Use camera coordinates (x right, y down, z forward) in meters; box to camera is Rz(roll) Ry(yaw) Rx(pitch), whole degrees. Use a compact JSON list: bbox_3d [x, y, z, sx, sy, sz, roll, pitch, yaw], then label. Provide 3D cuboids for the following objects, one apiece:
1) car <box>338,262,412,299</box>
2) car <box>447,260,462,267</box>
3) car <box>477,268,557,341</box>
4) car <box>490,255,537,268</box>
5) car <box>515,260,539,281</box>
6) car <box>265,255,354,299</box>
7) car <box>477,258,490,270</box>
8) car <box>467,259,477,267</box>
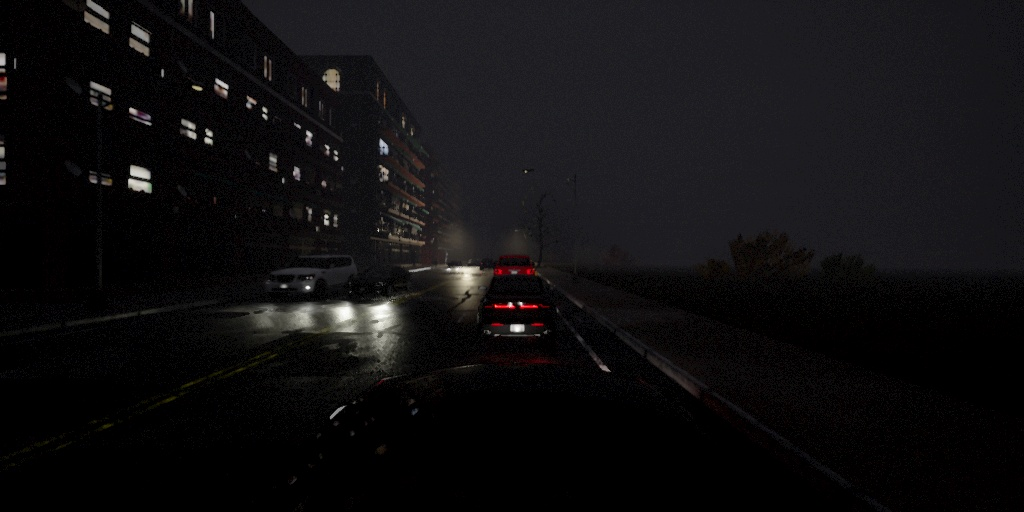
[{"bbox_3d":[-6.582,1.202,18.271,1.882,1.535,5.008,0,0,0],"label":"car"},{"bbox_3d":[-9.744,1.252,60.929,1.895,1.301,4.718,0,0,0],"label":"car"},{"bbox_3d":[0.111,1.242,9.842,1.837,1.490,4.892,0,0,0],"label":"car"},{"bbox_3d":[0.122,0.942,20.190,2.150,2.045,5.566,0,0,0],"label":"car"},{"bbox_3d":[1.172,1.160,30.596,1.801,1.575,5.366,0,0,0],"label":"car"},{"bbox_3d":[-9.832,0.946,18.218,2.150,2.045,5.566,0,0,0],"label":"car"},{"bbox_3d":[-3.177,1.025,48.673,2.097,1.767,4.553,0,0,0],"label":"car"},{"bbox_3d":[-6.492,1.197,61.362,2.033,1.411,5.357,0,0,1],"label":"car"}]
